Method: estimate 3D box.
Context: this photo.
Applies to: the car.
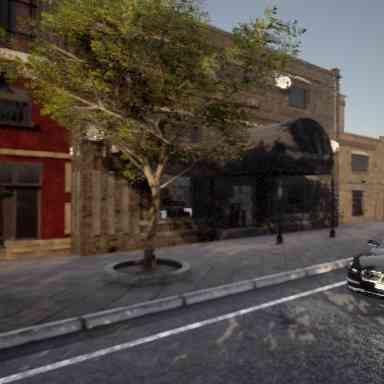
[{"bbox_3d":[5.478,1.506,7.591,4.892,1.490,1.837,0,0,-35],"label":"car"}]
